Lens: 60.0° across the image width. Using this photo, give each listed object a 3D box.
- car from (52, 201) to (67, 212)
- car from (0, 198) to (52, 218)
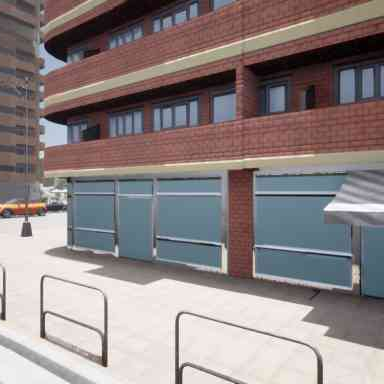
[{"bbox_3d":[-15.392,1.601,35.841,1.895,1.301,4.718,0,0,36],"label":"car"},{"bbox_3d":[-15.505,1.352,29.755,2.097,1.767,4.553,0,0,36],"label":"car"}]
